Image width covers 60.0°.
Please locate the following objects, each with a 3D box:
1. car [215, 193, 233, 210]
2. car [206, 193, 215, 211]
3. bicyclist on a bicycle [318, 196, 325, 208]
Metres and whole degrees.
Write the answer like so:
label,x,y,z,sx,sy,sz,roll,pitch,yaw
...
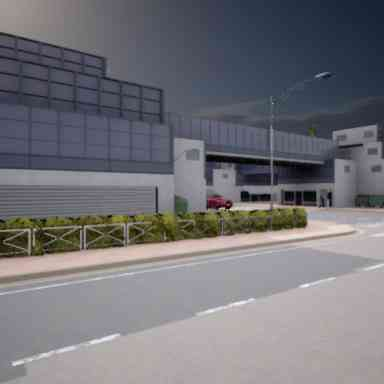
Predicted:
label,x,y,z,sx,sy,sz,roll,pitch,yaw
car,2.753,1.204,42.281,2.150,2.045,5.566,0,0,-36
car,-0.075,1.207,40.217,2.150,2.045,5.566,0,0,-36
bicyclist on a bicycle,16.640,1.280,42.702,1.656,1.620,0.582,0,0,-36
